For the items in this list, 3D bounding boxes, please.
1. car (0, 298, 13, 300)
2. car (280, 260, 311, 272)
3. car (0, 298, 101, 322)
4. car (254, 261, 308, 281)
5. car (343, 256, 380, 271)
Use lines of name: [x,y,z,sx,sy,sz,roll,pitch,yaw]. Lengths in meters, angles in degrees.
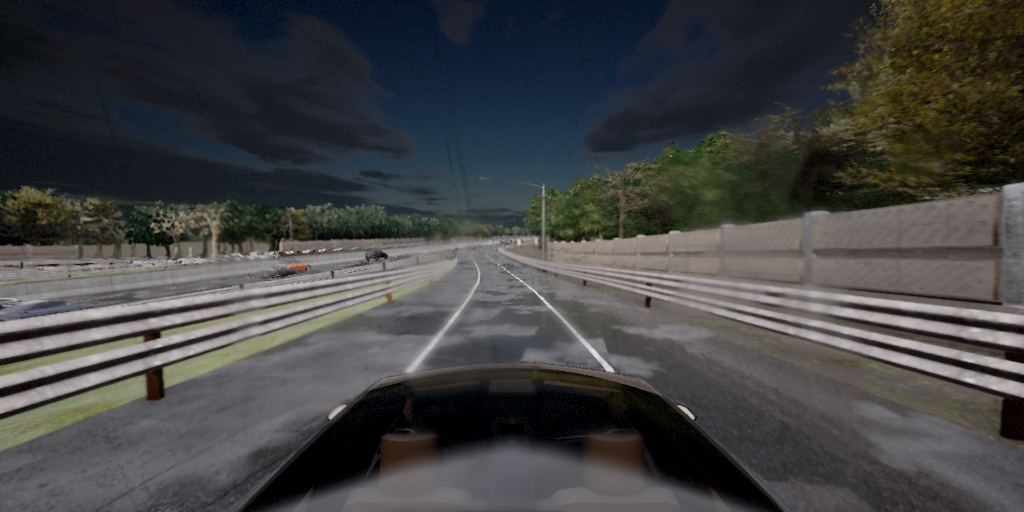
car: [-29.900,3.184,21.099,1.895,1.301,4.718,0,4,10]
car: [-28.782,1.254,47.239,2.097,1.767,4.553,0,4,10]
car: [-26.459,3.169,20.453,1.994,1.385,4.181,0,4,10]
car: [-26.383,1.848,40.772,2.033,1.411,5.357,0,4,10]
car: [-21.182,1.229,49.983,2.033,1.411,5.357,0,4,10]
